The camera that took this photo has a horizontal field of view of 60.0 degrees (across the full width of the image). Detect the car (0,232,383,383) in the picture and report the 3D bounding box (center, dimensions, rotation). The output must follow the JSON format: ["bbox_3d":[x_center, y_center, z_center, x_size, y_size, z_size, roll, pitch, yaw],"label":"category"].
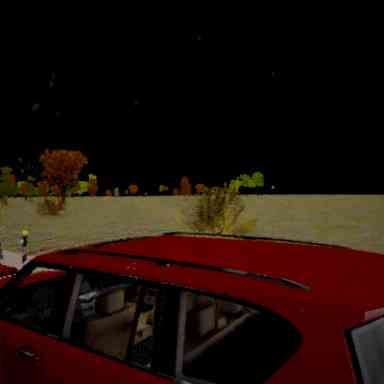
[{"bbox_3d":[-0.540,1.336,3.091,5.009,1.841,2.192,-1,0,35],"label":"car"}]
